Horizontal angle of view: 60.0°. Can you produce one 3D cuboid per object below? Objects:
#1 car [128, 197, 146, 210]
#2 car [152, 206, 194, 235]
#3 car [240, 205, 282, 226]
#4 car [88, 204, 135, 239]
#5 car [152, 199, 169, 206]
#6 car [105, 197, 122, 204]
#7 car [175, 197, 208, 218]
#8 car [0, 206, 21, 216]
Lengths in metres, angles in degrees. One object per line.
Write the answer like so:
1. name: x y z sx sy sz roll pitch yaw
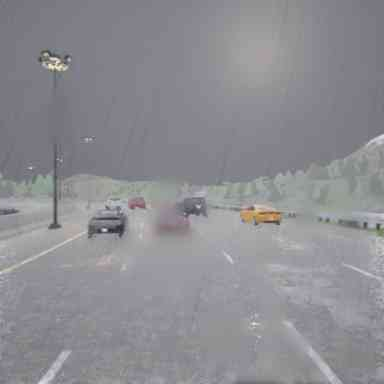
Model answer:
1. car: -8.889 1.763 53.431 2.150 2.045 5.566 0 0 -19
2. car: -1.255 1.762 20.263 1.994 1.385 4.181 0 -1 -7
3. car: 5.114 1.699 25.318 1.882 1.535 5.008 0 -1 -9
4. car: -4.596 1.688 18.789 2.128 1.511 4.902 0 -1 -7
5. car: -5.027 1.871 52.812 2.097 1.767 4.553 0 -1 -18
6. car: -12.646 1.778 53.595 2.150 2.045 5.566 0 0 -19
7. car: 0.079 1.544 33.784 2.150 2.045 5.566 0 0 -12
8. car: -17.039 1.955 29.847 1.895 1.301 4.718 0 -1 -11
